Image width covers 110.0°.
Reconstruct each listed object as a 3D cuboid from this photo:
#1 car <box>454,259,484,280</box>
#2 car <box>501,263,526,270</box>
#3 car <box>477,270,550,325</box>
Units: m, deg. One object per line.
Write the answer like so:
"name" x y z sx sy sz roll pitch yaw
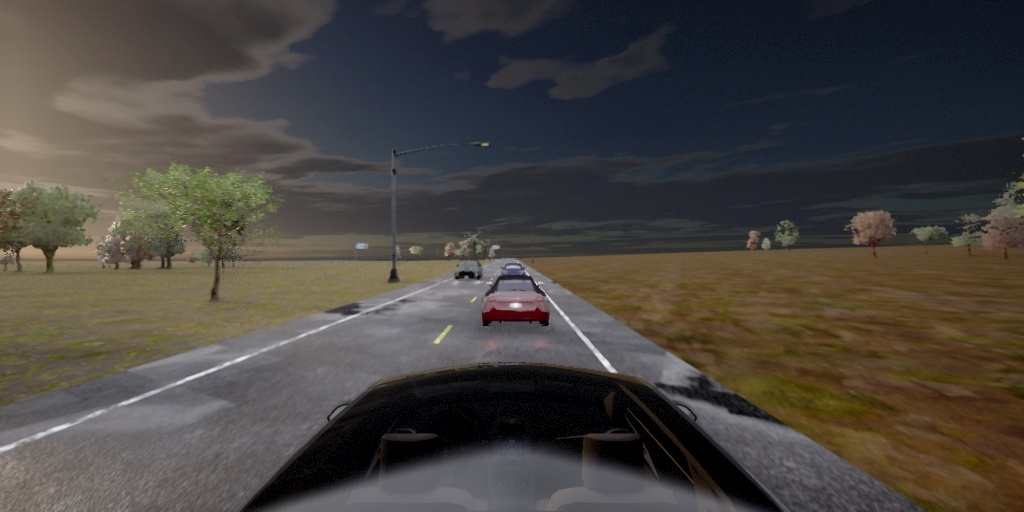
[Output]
"car" -3.598 1.101 30.579 2.097 1.767 4.553 0 0 0
"car" 0.099 1.275 28.454 1.812 1.442 4.674 0 0 0
"car" 0.100 1.314 11.760 1.994 1.385 4.181 0 0 0
